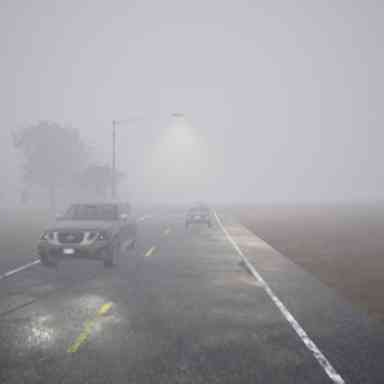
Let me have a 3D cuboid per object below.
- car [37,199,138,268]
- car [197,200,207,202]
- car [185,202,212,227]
[{"bbox_3d":[-3.379,1.301,12.004,2.150,2.045,5.566,0,0,1],"label":"car"},{"bbox_3d":[1.219,1.800,42.165,1.812,1.442,4.674,0,0,3],"label":"car"},{"bbox_3d":[0.486,1.709,24.243,2.033,1.411,5.357,0,0,2],"label":"car"}]
